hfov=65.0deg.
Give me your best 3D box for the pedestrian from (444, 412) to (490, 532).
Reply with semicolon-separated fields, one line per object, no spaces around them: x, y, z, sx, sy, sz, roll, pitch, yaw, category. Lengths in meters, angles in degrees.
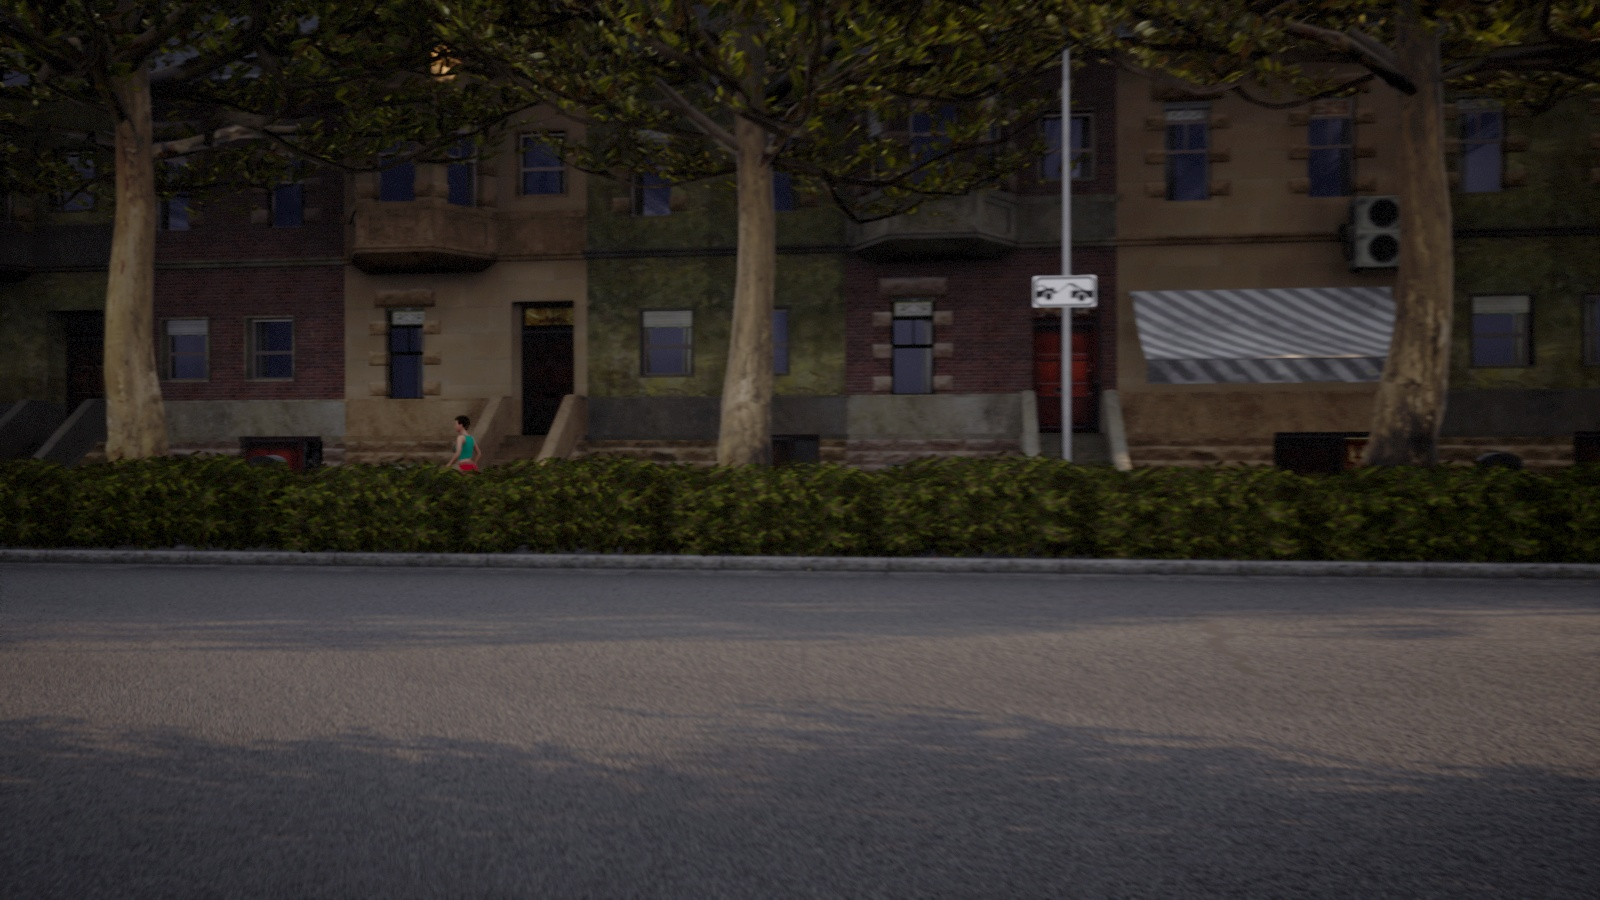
-5.122;0.337;19.339;0.594;1.836;0.345;0;0;7;pedestrian
